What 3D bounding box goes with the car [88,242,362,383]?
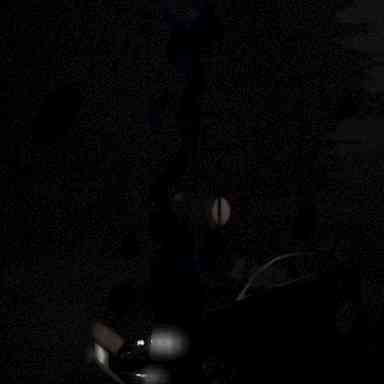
[{"bbox_3d":[0.883,1.624,5.329,4.902,1.511,2.128,1,-2,-38],"label":"car"}]
